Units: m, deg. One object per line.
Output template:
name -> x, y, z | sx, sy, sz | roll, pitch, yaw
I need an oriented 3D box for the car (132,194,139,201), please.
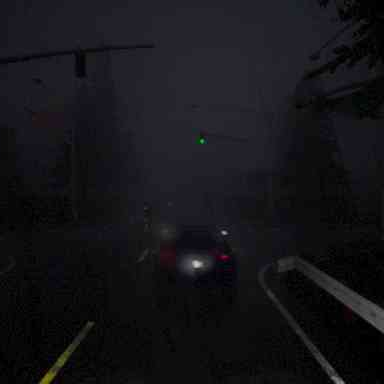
car -> -16.755, 1.476, 88.378 | 3.866, 1.878, 1.905 | 0, 0, 0

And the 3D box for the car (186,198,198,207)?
car -> 0.014, 1.788, 57.926 | 1.812, 1.442, 4.674 | 0, 0, 0

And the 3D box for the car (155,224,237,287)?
car -> 0.096, 1.604, 9.486 | 1.994, 1.385, 4.181 | 0, 0, 0

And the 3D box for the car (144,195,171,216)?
car -> -3.581, 1.505, 33.838 | 2.097, 1.767, 4.553 | 0, 0, 0

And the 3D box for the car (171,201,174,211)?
car -> -3.574, 1.550, 43.758 | 2.097, 1.767, 4.553 | 0, 0, 0
